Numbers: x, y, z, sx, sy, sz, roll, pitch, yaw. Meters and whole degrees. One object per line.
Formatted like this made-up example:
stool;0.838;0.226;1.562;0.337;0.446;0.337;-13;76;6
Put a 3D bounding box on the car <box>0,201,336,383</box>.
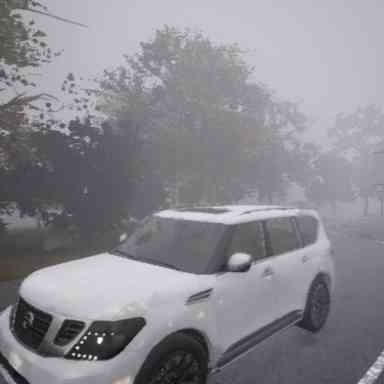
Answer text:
car;0.289;1.244;5.062;2.150;2.045;5.566;1;0;43
